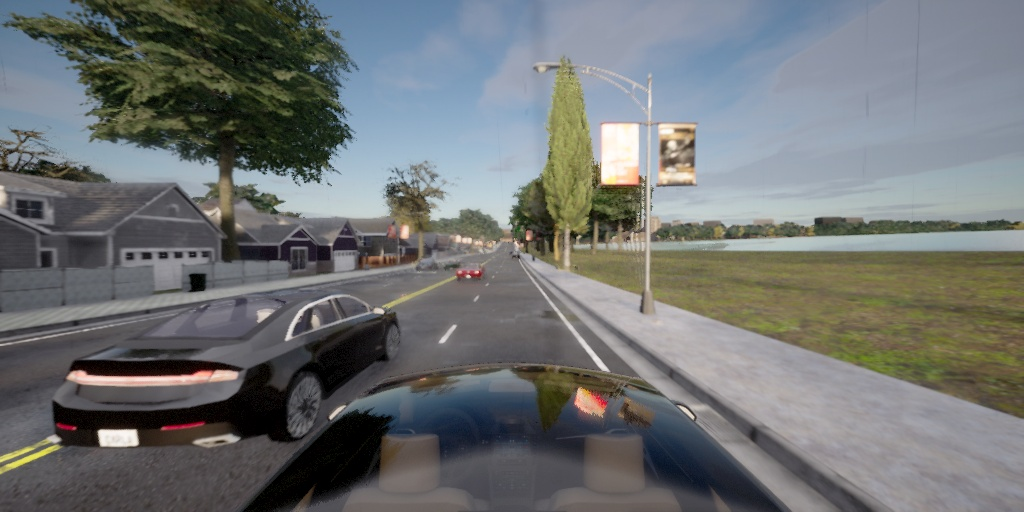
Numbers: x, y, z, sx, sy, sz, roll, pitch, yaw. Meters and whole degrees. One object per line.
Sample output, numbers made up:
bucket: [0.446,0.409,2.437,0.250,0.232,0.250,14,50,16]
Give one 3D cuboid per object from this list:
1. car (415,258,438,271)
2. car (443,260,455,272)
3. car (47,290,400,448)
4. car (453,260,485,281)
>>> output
car: [-9.828,0.985,41.828,1.812,1.442,4.674,0,1,0]
car: [-6.583,1.071,40.931,1.895,1.301,4.718,0,1,0]
car: [-3.147,1.237,5.292,2.128,1.511,4.902,0,0,0]
car: [-3.144,1.194,28.152,1.895,1.301,4.718,0,1,0]
